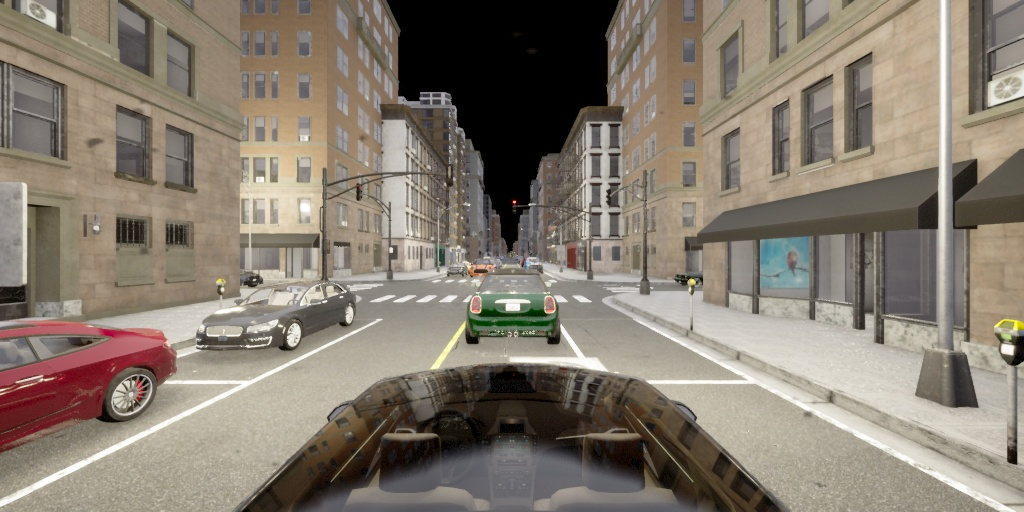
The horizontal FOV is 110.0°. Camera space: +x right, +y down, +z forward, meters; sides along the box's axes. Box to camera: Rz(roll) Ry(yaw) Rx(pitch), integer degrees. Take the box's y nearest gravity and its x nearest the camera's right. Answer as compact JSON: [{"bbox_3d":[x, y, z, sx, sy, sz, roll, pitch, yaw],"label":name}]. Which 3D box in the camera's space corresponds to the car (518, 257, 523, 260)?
[{"bbox_3d":[2.639,1.056,62.769,2.192,1.841,5.009,0,0,0],"label":"car"}]

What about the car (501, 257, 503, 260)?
[{"bbox_3d":[-2.829,1.248,54.758,1.837,1.490,4.892,0,0,0],"label":"car"}]

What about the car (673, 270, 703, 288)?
[{"bbox_3d":[13.495,1.431,24.097,4.718,1.301,1.895,0,0,0],"label":"car"}]

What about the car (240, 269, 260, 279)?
[{"bbox_3d":[-17.145,1.223,21.094,4.181,1.385,1.994,0,0,0],"label":"car"}]

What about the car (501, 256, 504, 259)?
[{"bbox_3d":[-2.810,1.267,65.034,1.812,1.442,4.674,0,0,1],"label":"car"}]

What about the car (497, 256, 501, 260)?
[{"bbox_3d":[-2.842,1.096,44.599,2.097,1.767,4.553,0,0,-1],"label":"car"}]

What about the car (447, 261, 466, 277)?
[{"bbox_3d":[-5.394,1.296,35.736,2.007,1.370,4.403,0,0,0],"label":"car"}]

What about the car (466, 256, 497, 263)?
[{"bbox_3d":[-2.820,1.097,34.303,2.097,1.767,4.553,0,0,0],"label":"car"}]

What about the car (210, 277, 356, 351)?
[{"bbox_3d":[-5.389,1.300,8.860,2.007,1.370,4.403,0,0,0],"label":"car"}]

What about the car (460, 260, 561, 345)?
[{"bbox_3d":[0.040,1.102,9.703,2.097,1.767,4.553,0,0,1],"label":"car"}]

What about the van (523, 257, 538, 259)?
[{"bbox_3d":[2.636,1.085,46.550,1.690,1.789,3.998,0,0,0],"label":"van"}]

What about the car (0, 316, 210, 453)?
[{"bbox_3d":[-5.389,1.332,3.179,1.802,1.307,4.207,0,0,0],"label":"car"}]
